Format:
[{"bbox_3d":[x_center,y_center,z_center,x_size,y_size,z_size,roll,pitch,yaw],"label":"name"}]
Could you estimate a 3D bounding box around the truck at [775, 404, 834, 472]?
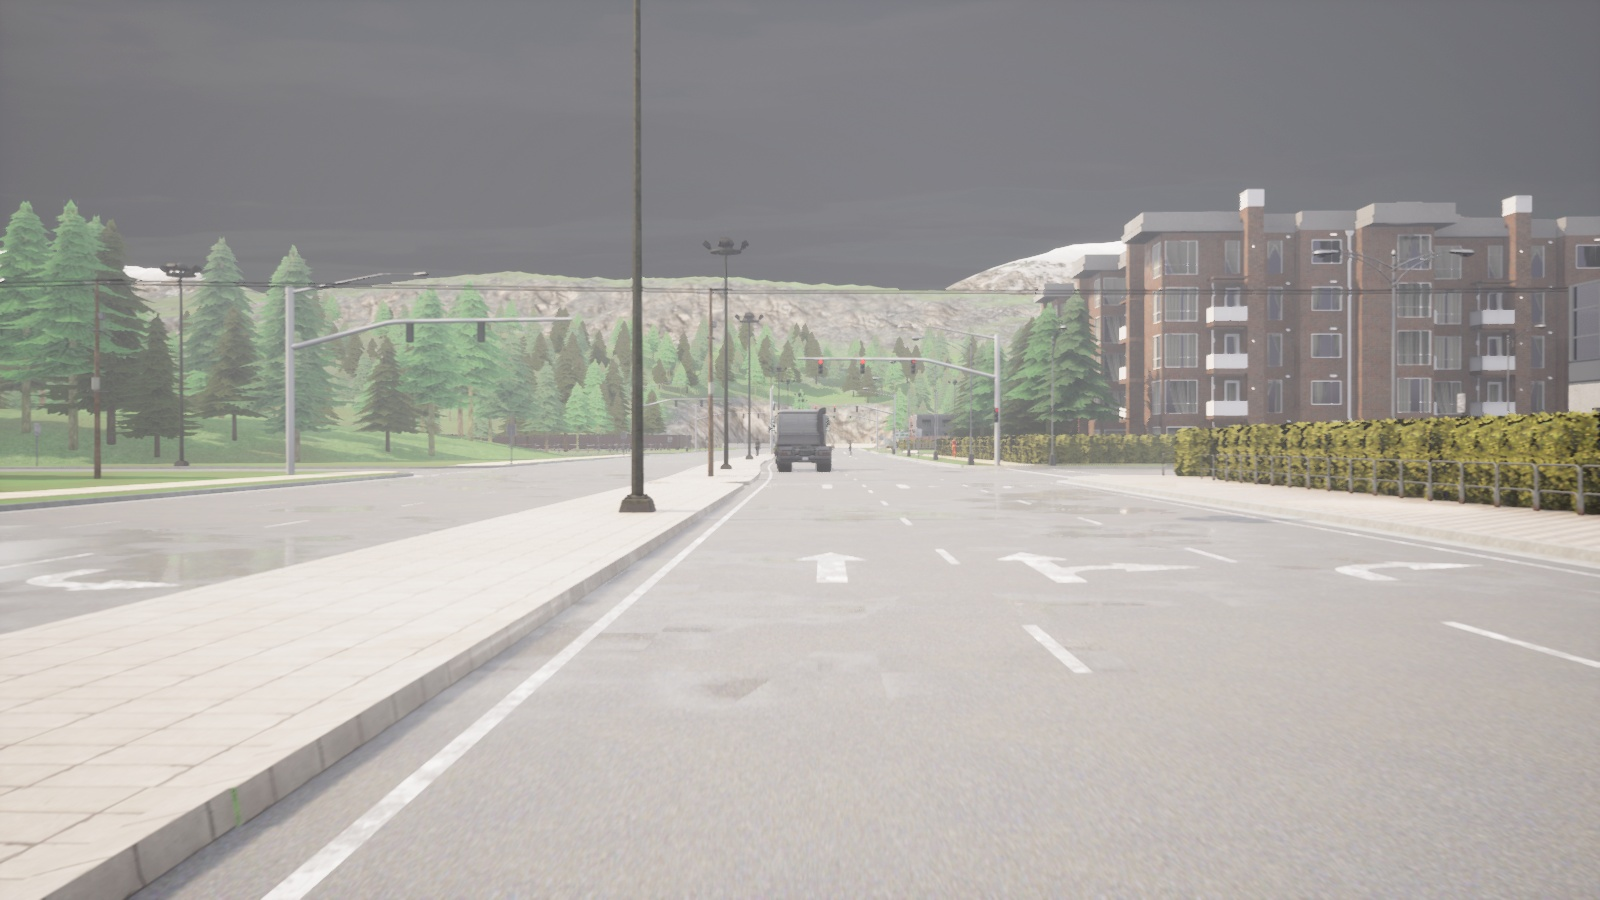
[{"bbox_3d":[0.125,-0.617,67.678,2.891,3.462,7.936,0,0,-2],"label":"truck"}]
